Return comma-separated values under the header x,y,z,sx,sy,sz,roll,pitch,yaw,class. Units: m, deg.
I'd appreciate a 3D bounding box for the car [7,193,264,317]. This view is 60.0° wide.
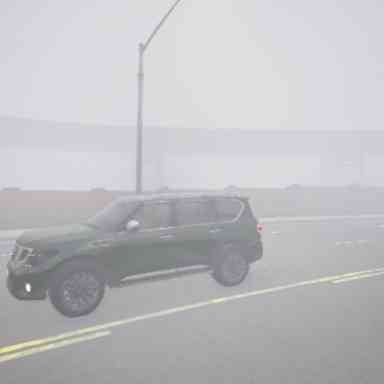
x,y,z,sx,sy,sz,roll,pitch,yaw,class
-0.929,1.054,7.394,5.566,2.045,2.150,-1,1,-31,car

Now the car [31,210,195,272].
x,y,z,sx,sy,sz,roll,pitch,yaw,class
-2.405,1.366,10.563,4.718,1.301,1.895,0,1,-31,car
